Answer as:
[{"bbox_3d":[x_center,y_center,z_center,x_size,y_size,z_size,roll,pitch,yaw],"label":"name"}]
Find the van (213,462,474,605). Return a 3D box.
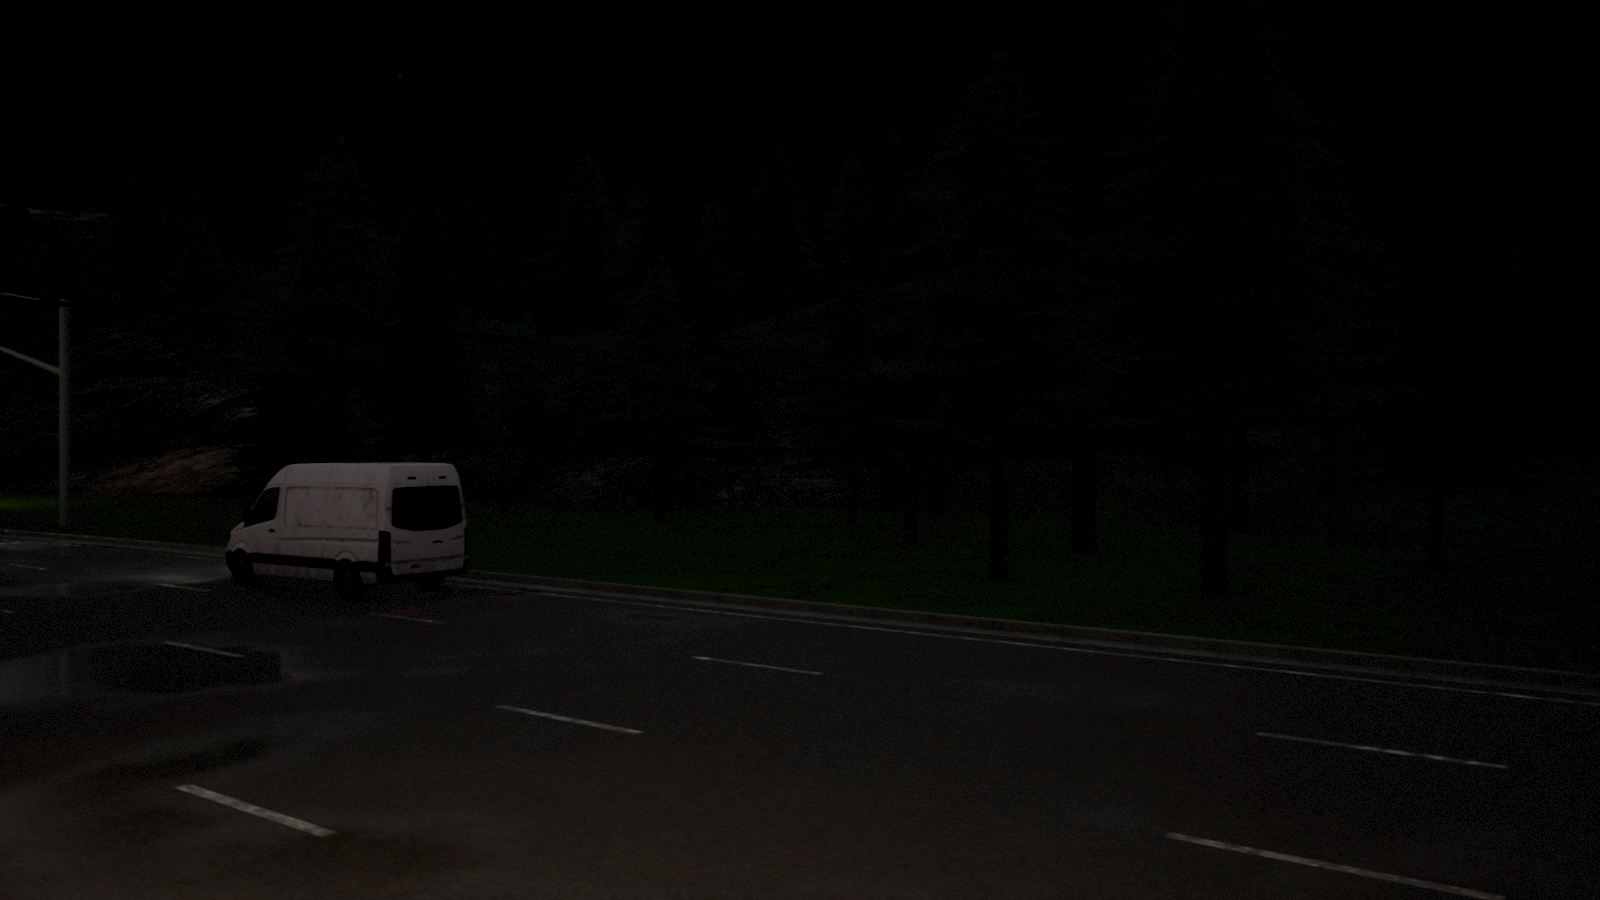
[{"bbox_3d":[-9.345,1.533,23.137,5.915,2.561,1.988,0,0,35],"label":"van"}]
